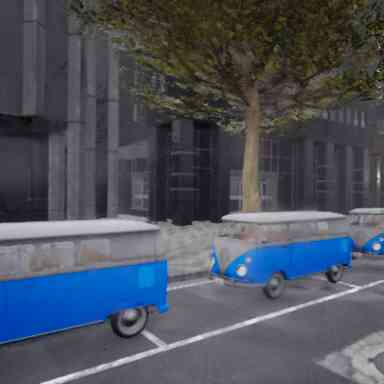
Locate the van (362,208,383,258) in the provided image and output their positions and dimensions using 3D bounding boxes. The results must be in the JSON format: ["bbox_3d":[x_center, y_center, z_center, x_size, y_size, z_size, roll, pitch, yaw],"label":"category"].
[{"bbox_3d":[6.868,1.435,11.549,3.998,1.788,1.690,1,0,-36],"label":"van"}]

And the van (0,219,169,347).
[{"bbox_3d":[-2.279,1.348,5.022,3.998,1.788,1.690,1,0,-36],"label":"van"}]

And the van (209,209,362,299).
[{"bbox_3d":[2.294,1.391,8.285,3.998,1.788,1.690,1,0,-36],"label":"van"}]
